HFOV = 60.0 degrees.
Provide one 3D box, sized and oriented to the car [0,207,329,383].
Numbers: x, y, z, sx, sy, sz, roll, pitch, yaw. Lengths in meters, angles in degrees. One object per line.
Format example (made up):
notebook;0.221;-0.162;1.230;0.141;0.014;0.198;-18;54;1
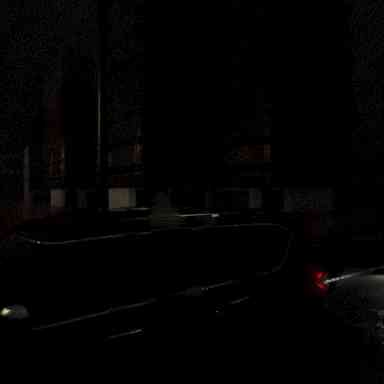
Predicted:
car;-0.981;1.220;3.299;5.566;2.045;2.150;0;0;-34
